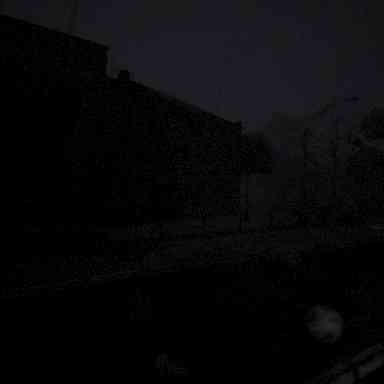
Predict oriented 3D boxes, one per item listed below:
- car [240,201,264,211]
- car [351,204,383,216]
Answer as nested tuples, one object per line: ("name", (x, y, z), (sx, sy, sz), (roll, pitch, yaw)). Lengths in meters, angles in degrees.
("car", (7.968, 1.981, 48.368), (4.718, 1.301, 1.895), (1, -1, 36))
("car", (21.714, 2.160, 39.634), (4.902, 1.511, 2.128), (1, -1, 19))
